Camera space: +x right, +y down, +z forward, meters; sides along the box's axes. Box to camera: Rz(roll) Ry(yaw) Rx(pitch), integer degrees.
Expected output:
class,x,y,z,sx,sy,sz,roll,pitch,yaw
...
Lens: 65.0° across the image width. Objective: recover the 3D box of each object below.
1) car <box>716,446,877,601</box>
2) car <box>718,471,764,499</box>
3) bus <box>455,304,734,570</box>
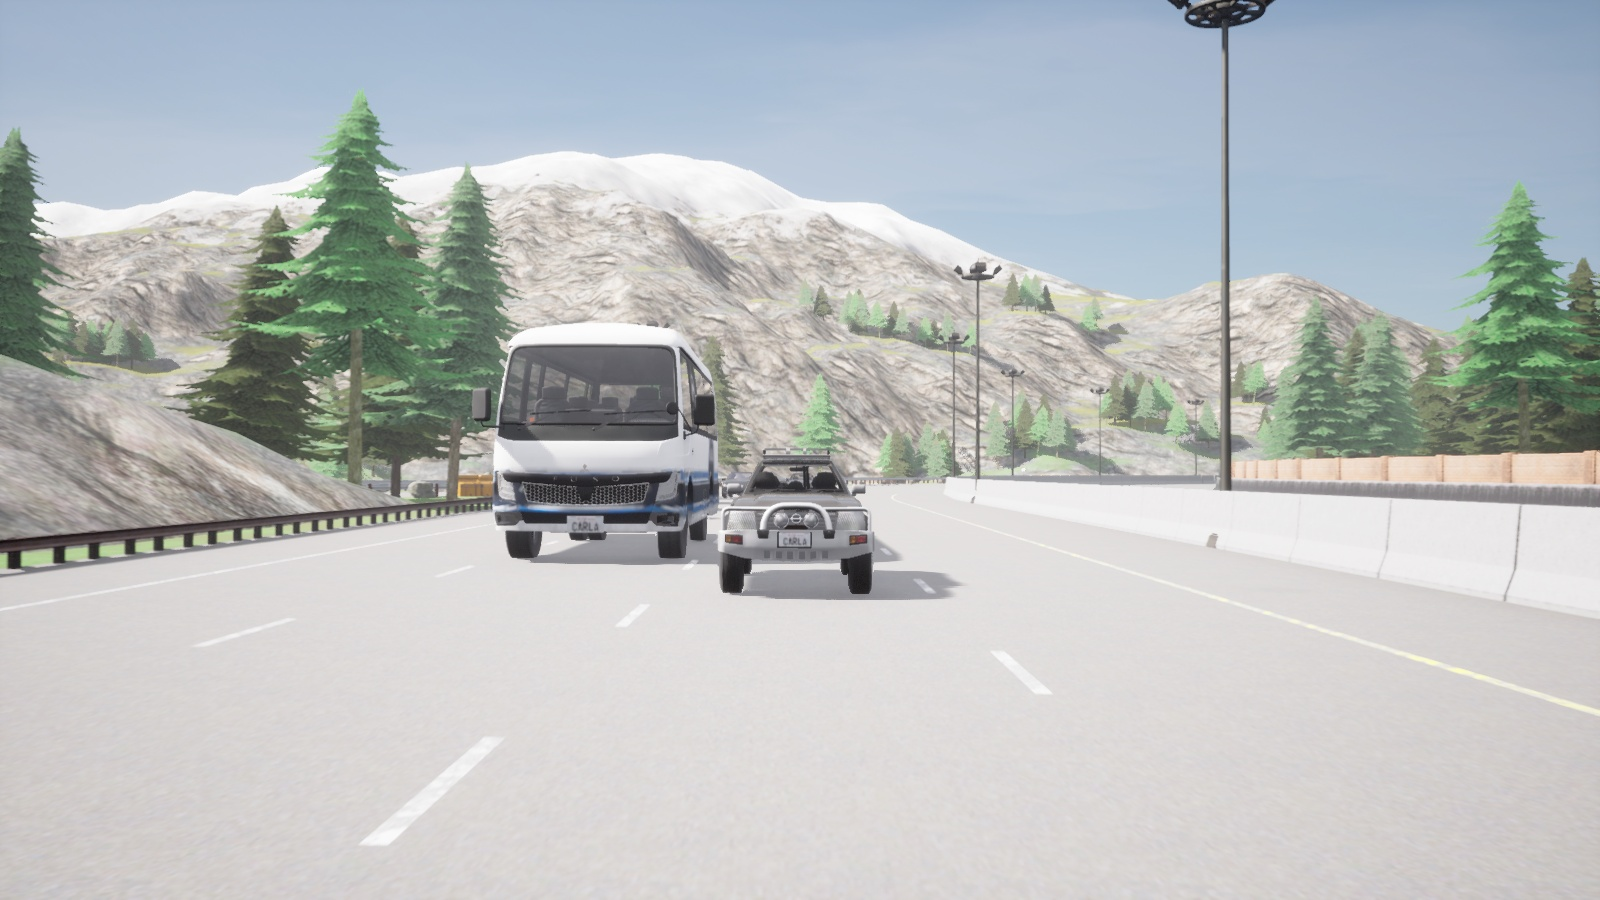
class,x,y,z,sx,sy,sz,roll,pitch,yaw
car,-0.043,0.924,17.420,1.932,1.855,4.605,0,-1,0
car,-3.380,2.001,72.574,2.128,1.511,4.902,0,-1,4
bus,-3.567,-0.124,25.256,3.944,4.253,10.273,0,-1,0
